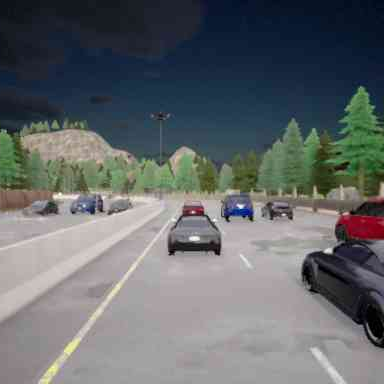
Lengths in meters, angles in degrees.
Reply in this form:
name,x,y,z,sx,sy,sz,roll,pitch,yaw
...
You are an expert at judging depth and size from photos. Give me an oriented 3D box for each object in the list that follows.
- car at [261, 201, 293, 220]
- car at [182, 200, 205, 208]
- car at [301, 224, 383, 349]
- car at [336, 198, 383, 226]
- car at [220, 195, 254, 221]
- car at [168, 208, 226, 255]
name,x,y,z,sx,sy,sz,roll,pitch,yaw
car,7.094,1.514,28.115,1.837,1.490,4.892,0,0,0
car,0.095,1.487,29.659,1.882,1.535,5.008,0,0,0
car,3.576,1.566,6.242,1.994,1.385,4.181,0,0,0
car,7.093,1.224,11.682,2.150,2.045,5.566,0,0,0
car,3.594,1.230,27.079,2.150,2.045,5.566,0,0,0
car,0.093,1.568,13.420,1.994,1.385,4.181,0,0,0
